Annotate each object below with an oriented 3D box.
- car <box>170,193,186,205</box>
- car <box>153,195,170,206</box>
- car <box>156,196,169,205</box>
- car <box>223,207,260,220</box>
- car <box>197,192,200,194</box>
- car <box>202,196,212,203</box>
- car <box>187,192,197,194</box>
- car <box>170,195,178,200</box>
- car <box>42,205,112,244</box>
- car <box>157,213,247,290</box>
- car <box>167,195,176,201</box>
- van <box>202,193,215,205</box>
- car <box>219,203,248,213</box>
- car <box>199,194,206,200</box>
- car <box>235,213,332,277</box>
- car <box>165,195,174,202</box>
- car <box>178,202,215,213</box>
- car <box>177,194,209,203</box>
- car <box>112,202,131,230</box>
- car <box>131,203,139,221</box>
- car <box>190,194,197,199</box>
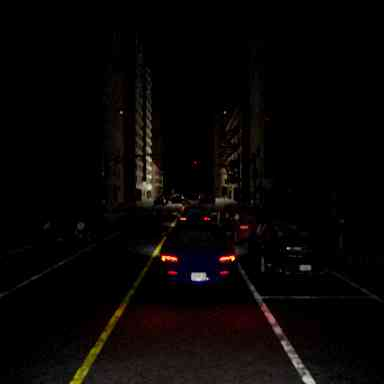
[{"bbox_3d":[-2.601,1.387,58.318,1.882,1.535,5.008,0,0,1],"label":"car"},{"bbox_3d":[-5.185,1.467,53.628,2.008,1.369,4.403,0,0,0],"label":"car"},{"bbox_3d":[-5.162,1.452,59.310,1.887,1.381,4.507,0,0,0],"label":"car"},{"bbox_3d":[2.691,1.558,15.487,1.802,1.307,4.206,0,0,0],"label":"car"},{"bbox_3d":[2.952,1.179,82.012,2.192,1.841,5.009,0,0,0],"label":"car"},{"bbox_3d":[2.885,1.480,64.968,1.802,1.307,4.206,0,0,0],"label":"car"},{"bbox_3d":[0.321,1.212,83.715,2.097,1.767,4.553,0,0,0],"label":"car"},{"bbox_3d":[-5.029,1.405,93.401,1.947,1.339,4.313,0,0,0],"label":"car"},{"bbox_3d":[-5.334,1.416,15.511,1.967,1.590,4.097,0,0,0],"label":"car"},{"bbox_3d":[0.125,1.512,8.902,1.812,1.442,4.674,0,0,0],"label":"car"},{"bbox_3d":[-5.073,1.430,82.038,1.947,1.339,4.313,0,0,0],"label":"car"},{"bbox_3d":[2.840,1.258,53.605,1.690,1.788,3.998,0,0,0],"label":"van"},{"bbox_3d":[2.713,1.408,21.006,1.967,1.590,4.097,0,0,0],"label":"car"},{"bbox_3d":[2.996,1.279,93.374,1.967,1.590,4.097,0,0,0],"label":"car"},{"bbox_3d":[2.670,1.535,9.968,2.008,1.369,4.403,0,0,0],"label":"car"},{"bbox_3d":[-5.096,1.403,76.186,1.752,1.417,4.829,0,0,0],"label":"car"},{"bbox_3d":[0.171,1.497,18.903,1.812,1.442,4.674,0,0,0],"label":"car"},{"bbox_3d":[0.181,1.309,28.171,2.097,1.767,4.553,0,0,3],"label":"car"},{"bbox_3d":[-5.313,1.494,20.859,1.752,1.417,4.829,0,0,0],"label":"car"},{"bbox_3d":[-5.291,1.510,26.547,2.008,1.369,4.403,0,0,0],"label":"car"},{"bbox_3d":[0.360,1.304,93.747,1.812,1.442,4.674,0,0,0],"label":"car"}]
